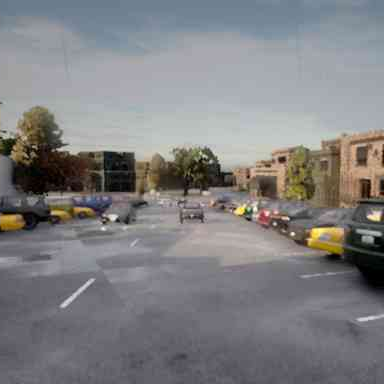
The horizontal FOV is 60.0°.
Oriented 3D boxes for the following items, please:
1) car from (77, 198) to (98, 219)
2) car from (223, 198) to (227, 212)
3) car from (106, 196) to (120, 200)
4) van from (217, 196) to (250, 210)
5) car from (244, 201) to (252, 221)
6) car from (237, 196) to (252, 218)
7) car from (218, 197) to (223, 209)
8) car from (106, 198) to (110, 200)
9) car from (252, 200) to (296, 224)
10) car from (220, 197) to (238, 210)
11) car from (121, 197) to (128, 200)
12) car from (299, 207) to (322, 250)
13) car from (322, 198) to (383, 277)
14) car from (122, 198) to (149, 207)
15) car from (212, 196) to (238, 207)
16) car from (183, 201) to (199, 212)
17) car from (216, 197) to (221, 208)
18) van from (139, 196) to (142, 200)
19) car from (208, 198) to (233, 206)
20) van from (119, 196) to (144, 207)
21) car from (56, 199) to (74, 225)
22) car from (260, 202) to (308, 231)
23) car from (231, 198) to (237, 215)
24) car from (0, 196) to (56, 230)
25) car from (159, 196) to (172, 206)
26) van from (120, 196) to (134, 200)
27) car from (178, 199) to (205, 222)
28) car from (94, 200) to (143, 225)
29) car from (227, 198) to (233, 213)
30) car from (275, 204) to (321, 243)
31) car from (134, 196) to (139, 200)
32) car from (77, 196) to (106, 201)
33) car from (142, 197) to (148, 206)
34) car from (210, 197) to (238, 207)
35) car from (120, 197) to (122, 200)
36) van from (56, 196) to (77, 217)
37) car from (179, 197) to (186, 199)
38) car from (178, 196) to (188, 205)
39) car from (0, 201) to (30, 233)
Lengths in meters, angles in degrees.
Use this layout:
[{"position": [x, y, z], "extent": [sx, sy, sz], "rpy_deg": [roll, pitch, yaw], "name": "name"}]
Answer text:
[{"position": [-11.343, 1.599, 29.269], "extent": [5.366, 1.575, 1.946], "rpy_deg": [-1, -1, -20], "name": "car"}, {"position": [6.241, 1.630, 34.732], "extent": [4.892, 1.521, 2.231], "rpy_deg": [1, -1, -21], "name": "car"}, {"position": [-11.573, 1.465, 38.208], "extent": [5.566, 2.045, 2.435], "rpy_deg": [-1, 0, -20], "name": "car"}, {"position": [6.186, 1.581, 49.456], "extent": [4.442, 1.987, 1.878], "rpy_deg": [1, -1, -21], "name": "van"}, {"position": [6.345, 1.536, 22.988], "extent": [4.674, 1.452, 2.002], "rpy_deg": [1, 0, -20], "name": "car"}, {"position": [6.292, 1.399, 25.923], "extent": [4.553, 1.767, 2.185], "rpy_deg": [1, -1, -20], "name": "car"}, {"position": [6.156, 1.728, 40.593], "extent": [4.792, 1.488, 2.163], "rpy_deg": [1, 0, -21], "name": "car"}, {"position": [-11.546, 1.679, 35.201], "extent": [4.892, 1.521, 2.231], "rpy_deg": [-1, 0, -20], "name": "car"}, {"position": [6.330, 1.347, 20.057], "extent": [4.553, 1.767, 2.185], "rpy_deg": [1, -1, -20], "name": "car"}, {"position": [6.224, 1.664, 37.667], "extent": [5.008, 1.535, 2.097], "rpy_deg": [1, 0, -21], "name": "car"}, {"position": [-11.506, 1.791, 44.240], "extent": [4.892, 1.521, 2.231], "rpy_deg": [-1, -1, -19], "name": "car"}, {"position": [6.572, 1.436, 11.321], "extent": [5.366, 1.575, 1.946], "rpy_deg": [1, 0, -20], "name": "car"}, {"position": [6.436, 1.189, 8.340], "extent": [5.566, 2.045, 2.435], "rpy_deg": [1, 0, -20], "name": "car"}, {"position": [-11.152, 2.050, 65.247], "extent": [5.008, 1.535, 2.097], "rpy_deg": [-1, -1, -19], "name": "car"}, {"position": [5.938, 1.764, 46.408], "extent": [5.366, 1.575, 1.946], "rpy_deg": [1, 0, -21], "name": "car"}, {"position": [-0.166, 1.863, 42.914], "extent": [1.895, 1.301, 4.718], "rpy_deg": [0, -1, -1], "name": "car"}, {"position": [6.157, 1.735, 43.538], "extent": [5.008, 1.535, 2.097], "rpy_deg": [1, 0, -21], "name": "car"}, {"position": [-11.210, 1.712, 56.298], "extent": [4.442, 1.987, 1.878], "rpy_deg": [-1, -1, -19], "name": "van"}, {"position": [5.793, 2.058, 67.100], "extent": [4.674, 1.452, 2.002], "rpy_deg": [1, 0, -21], "name": "car"}, {"position": [-11.322, 1.788, 62.212], "extent": [4.442, 1.987, 1.878], "rpy_deg": [-1, 0, -19], "name": "van"}, {"position": [-11.298, 1.532, 23.277], "extent": [5.366, 1.575, 1.946], "rpy_deg": [-1, -1, -20], "name": "car"}, {"position": [6.367, 1.454, 17.125], "extent": [5.008, 1.535, 2.097], "rpy_deg": [1, -1, -20], "name": "car"}, {"position": [6.292, 1.558, 28.863], "extent": [5.008, 1.535, 2.097], "rpy_deg": [1, -1, -20], "name": "car"}, {"position": [-11.483, 1.259, 20.209], "extent": [5.566, 2.045, 2.435], "rpy_deg": [-1, 0, -20], "name": "car"}, {"position": [-5.196, 1.767, 65.956], "extent": [2.150, 2.045, 5.566], "rpy_deg": [0, 0, 0], "name": "car"}, {"position": [-11.530, 1.640, 50.209], "extent": [4.442, 1.987, 1.878], "rpy_deg": [-1, -1, -19], "name": "van"}, {"position": [-0.011, 1.556, 26.513], "extent": [2.128, 1.511, 4.902], "rpy_deg": [0, -1, 0], "name": "car"}, {"position": [-5.183, 1.535, 24.177], "extent": [2.128, 1.511, 4.902], "rpy_deg": [0, -1, 0], "name": "car"}, {"position": [6.265, 1.594, 31.800], "extent": [4.892, 1.521, 2.231], "rpy_deg": [1, -1, -20], "name": "car"}, {"position": [6.393, 1.444, 14.194], "extent": [5.008, 1.535, 2.097], "rpy_deg": [1, 0, -20], "name": "car"}, {"position": [-11.340, 1.776, 53.261], "extent": [4.553, 1.767, 2.185], "rpy_deg": [-1, -1, -19], "name": "car"}, {"position": [-11.567, 1.390, 32.189], "extent": [5.566, 2.045, 2.435], "rpy_deg": [-1, 0, -20], "name": "car"}, {"position": [-11.240, 1.724, 59.269], "extent": [5.566, 2.045, 2.435], "rpy_deg": [-1, -1, -19], "name": "car"}, {"position": [5.864, 1.821, 61.196], "extent": [4.553, 1.767, 2.185], "rpy_deg": [1, -1, -21], "name": "car"}, {"position": [-11.550, 1.783, 41.219], "extent": [4.792, 1.488, 2.163], "rpy_deg": [-1, 0, -20], "name": "car"}, {"position": [-11.605, 1.343, 26.166], "extent": [4.442, 1.987, 1.878], "rpy_deg": [-1, 0, -20], "name": "van"}, {"position": [-1.916, 1.805, 68.918], "extent": [2.097, 1.767, 4.553], "rpy_deg": [0, -1, -1], "name": "car"}, {"position": [-2.115, 1.982, 78.591], "extent": [2.097, 1.767, 4.553], "rpy_deg": [0, 0, -1], "name": "car"}, {"position": [-11.615, 1.489, 17.163], "extent": [5.366, 1.575, 1.946], "rpy_deg": [-1, 0, -20], "name": "car"}]
